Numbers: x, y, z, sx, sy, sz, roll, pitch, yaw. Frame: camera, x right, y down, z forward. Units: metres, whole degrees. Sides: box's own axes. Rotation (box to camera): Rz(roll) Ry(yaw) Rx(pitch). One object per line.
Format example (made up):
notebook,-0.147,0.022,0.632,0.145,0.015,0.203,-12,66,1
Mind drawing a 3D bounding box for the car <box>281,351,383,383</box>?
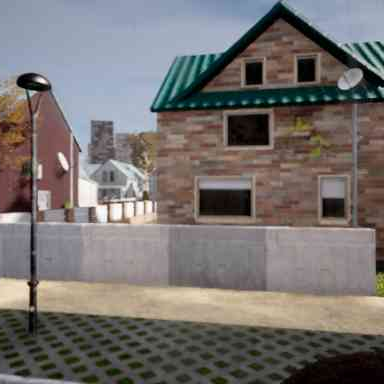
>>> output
car,2.893,1.533,1.769,4.892,1.490,1.837,0,0,10
